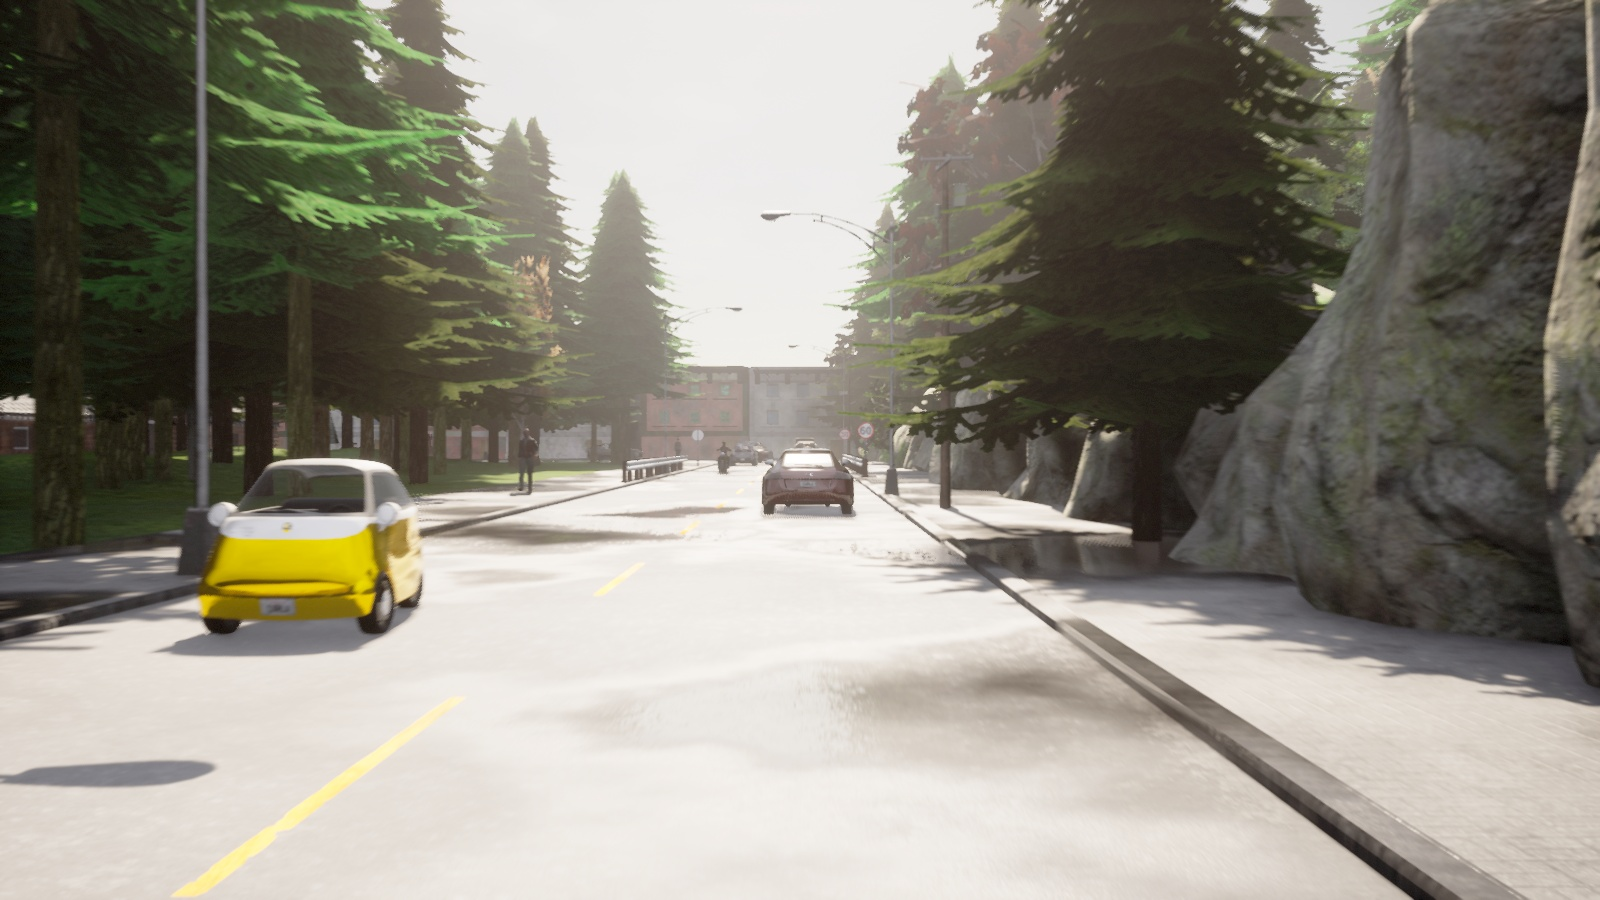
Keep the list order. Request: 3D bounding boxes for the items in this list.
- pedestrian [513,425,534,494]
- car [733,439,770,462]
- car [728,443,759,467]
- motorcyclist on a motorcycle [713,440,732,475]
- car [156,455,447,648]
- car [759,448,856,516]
[{"bbox_3d":[-7.529,0.261,34.235,0.376,1.854,0.720,0,0,2],"label":"pedestrian"},{"bbox_3d":[-3.652,0.006,93.332,2.152,1.651,5.027,0,0,-9],"label":"car"},{"bbox_3d":[-3.659,0.307,81.387,1.845,1.501,3.633,0,0,0],"label":"car"},{"bbox_3d":[-3.689,0.361,60.170,0.766,1.649,2.350,0,1,0],"label":"motorcyclist on a motorcycle"},{"bbox_3d":[-3.927,0.743,10.216,1.481,1.376,2.207,0,0,0],"label":"car"},{"bbox_3d":[0.173,0.656,27.902,1.994,1.385,4.181,0,0,0],"label":"car"}]
